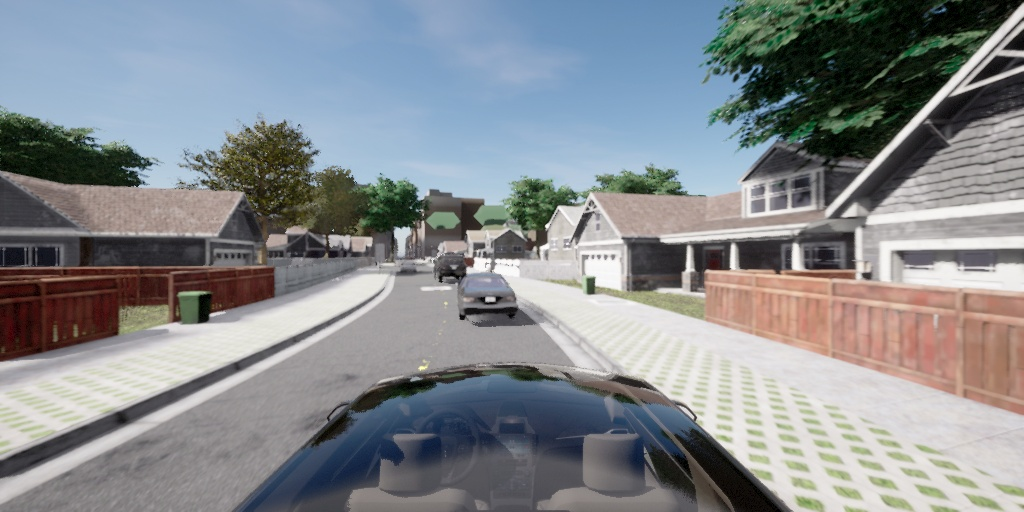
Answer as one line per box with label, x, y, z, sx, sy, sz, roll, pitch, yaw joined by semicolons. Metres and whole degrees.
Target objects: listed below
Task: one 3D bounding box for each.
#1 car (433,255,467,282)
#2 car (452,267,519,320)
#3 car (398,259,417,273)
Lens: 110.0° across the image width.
car;-4.932;0.944;28.453;2.150;2.045;5.566;0;0;-17
car;-1.015;1.285;12.733;2.033;1.411;5.357;0;0;-9
car;-12.253;1.315;42.489;1.895;1.301;4.718;0;0;-17
